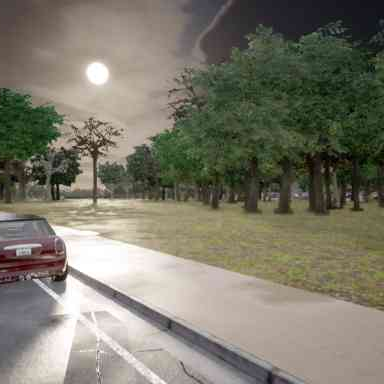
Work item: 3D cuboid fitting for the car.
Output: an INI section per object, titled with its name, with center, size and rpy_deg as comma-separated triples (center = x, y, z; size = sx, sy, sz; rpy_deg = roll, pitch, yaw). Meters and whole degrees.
[car]
center = -5.045, 1.353, 9.052
size = 2.097, 1.767, 4.553
rpy_deg = 0, 0, -38
